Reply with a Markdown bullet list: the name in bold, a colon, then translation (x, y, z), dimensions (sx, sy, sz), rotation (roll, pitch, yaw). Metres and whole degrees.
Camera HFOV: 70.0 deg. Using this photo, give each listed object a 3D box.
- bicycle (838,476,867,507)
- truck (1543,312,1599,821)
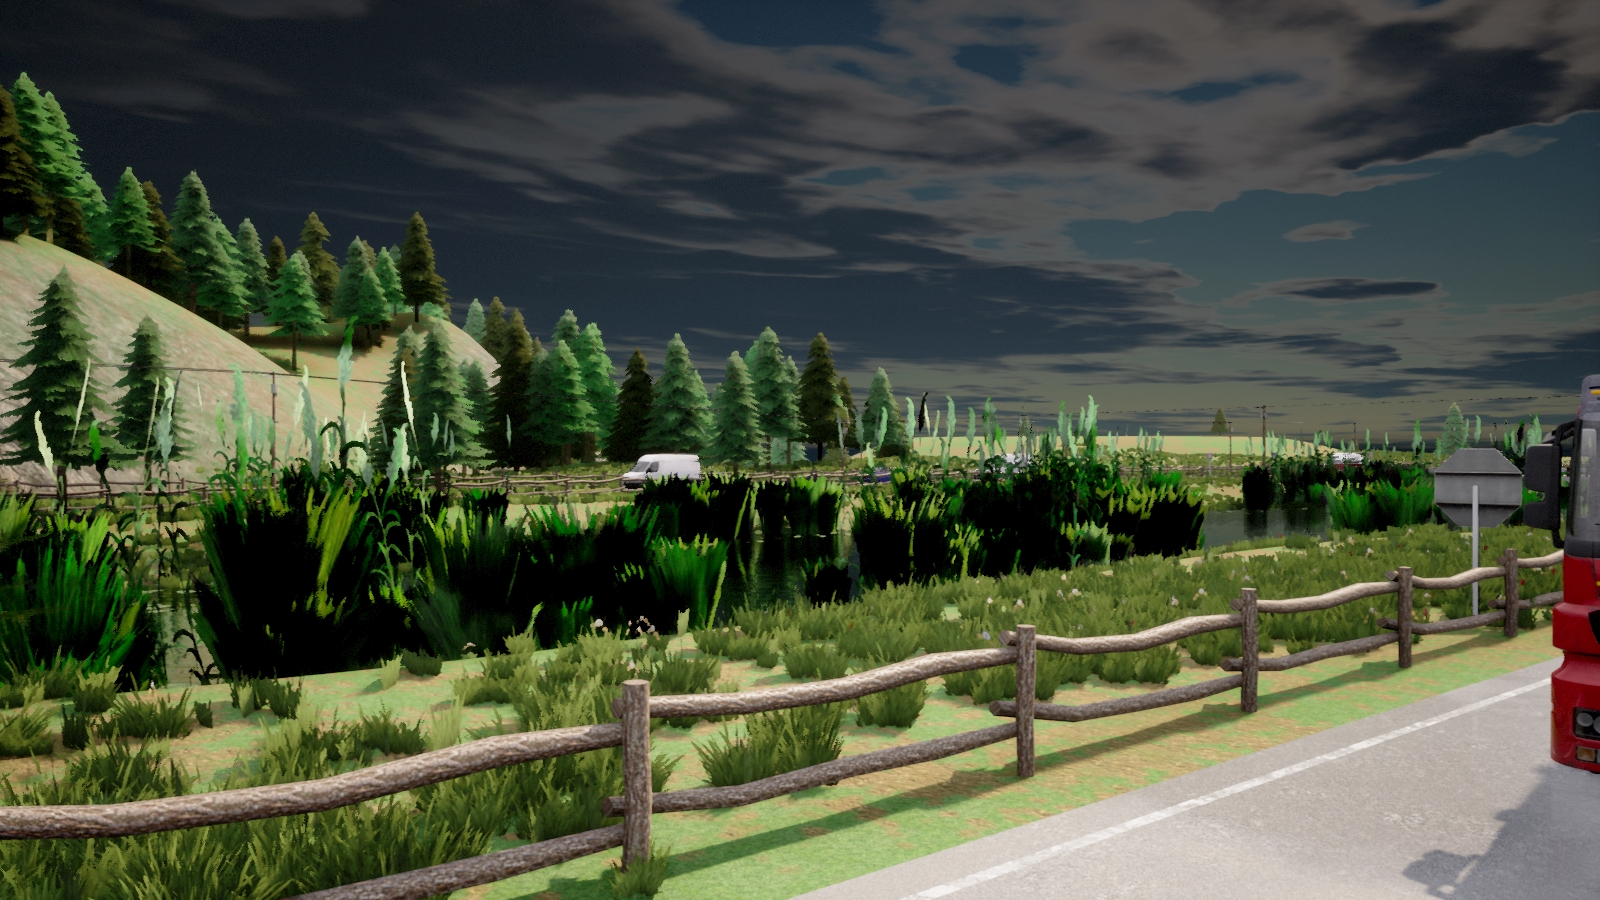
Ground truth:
- **bicycle**: translation (2.592, 2.030, 56.054), dimensions (1.643, 1.496, 0.373), rotation (0, 0, -43)
- **truck**: translation (9.654, 0.862, 11.000), dimensions (2.891, 3.827, 8.468), rotation (0, 1, 42)
